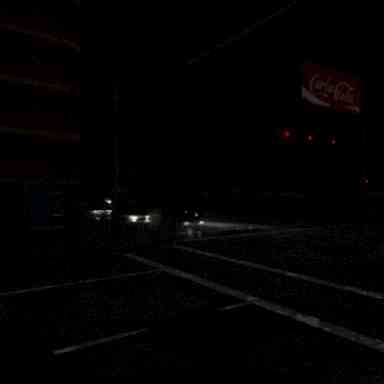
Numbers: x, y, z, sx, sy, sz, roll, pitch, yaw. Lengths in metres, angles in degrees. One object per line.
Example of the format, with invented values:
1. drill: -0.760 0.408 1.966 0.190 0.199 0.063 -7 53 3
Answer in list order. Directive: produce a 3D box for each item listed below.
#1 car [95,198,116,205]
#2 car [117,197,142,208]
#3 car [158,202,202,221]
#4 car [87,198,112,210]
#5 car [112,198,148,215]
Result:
1. car: -16.130 1.743 61.802 1.895 1.301 4.718 0 0 -38
2. car: -10.052 1.634 53.386 2.128 1.511 4.902 0 0 -36
3. car: -1.077 1.590 28.656 2.128 1.511 4.902 0 0 -36
4. car: -12.627 1.602 44.680 1.837 1.490 4.892 0 0 -36
5. car: -6.618 1.576 36.335 1.882 1.535 5.008 0 0 -36
